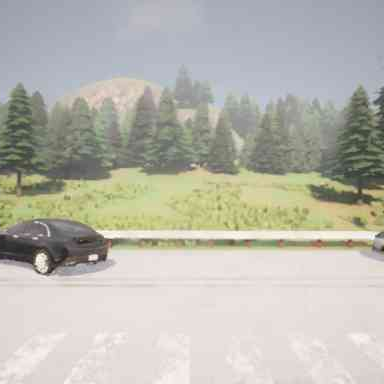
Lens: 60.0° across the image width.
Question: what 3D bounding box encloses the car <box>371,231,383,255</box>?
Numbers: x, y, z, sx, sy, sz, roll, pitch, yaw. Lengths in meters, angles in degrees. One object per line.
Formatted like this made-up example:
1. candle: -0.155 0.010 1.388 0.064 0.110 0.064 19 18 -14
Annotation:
1. car: 8.917 1.640 11.591 4.902 1.511 2.128 0 -1 0

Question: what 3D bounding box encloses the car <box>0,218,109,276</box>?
1. car: -4.863 1.610 10.781 4.892 1.490 1.837 0 -3 32
